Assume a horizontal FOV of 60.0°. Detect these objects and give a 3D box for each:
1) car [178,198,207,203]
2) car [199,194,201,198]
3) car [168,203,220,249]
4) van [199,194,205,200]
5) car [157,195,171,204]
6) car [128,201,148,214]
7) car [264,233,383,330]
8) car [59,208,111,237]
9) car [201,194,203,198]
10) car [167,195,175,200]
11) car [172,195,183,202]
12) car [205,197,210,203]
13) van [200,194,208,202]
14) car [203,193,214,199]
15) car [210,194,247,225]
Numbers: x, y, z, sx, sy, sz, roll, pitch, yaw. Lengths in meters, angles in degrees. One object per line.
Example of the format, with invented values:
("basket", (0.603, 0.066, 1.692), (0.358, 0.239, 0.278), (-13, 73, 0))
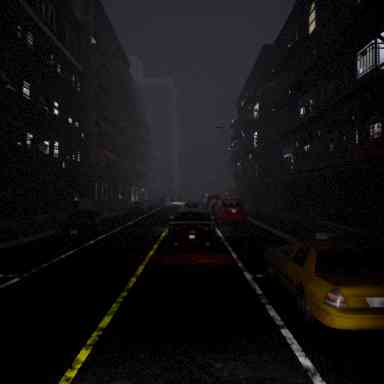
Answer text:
("car", (0.001, 1.569, 29.650), (2.033, 1.411, 5.357), (0, 0, 0))
("car", (2.694, 1.338, 69.338), (2.192, 1.841, 5.009), (0, 0, 0))
("car", (0.001, 1.486, 14.650), (1.882, 1.535, 5.008), (0, 0, 0))
("van", (2.694, 1.381, 92.068), (1.690, 1.788, 3.998), (0, 0, 0))
("car", (-5.687, 1.564, 63.653), (1.887, 1.381, 4.507), (0, 0, 0))
("car", (-5.687, 1.588, 35.241), (1.802, 1.307, 4.206), (0, 0, 0))
("car", (2.694, 1.524, 7.001), (1.752, 1.417, 4.829), (0, 0, 0))
("car", (-5.687, 1.567, 18.193), (1.947, 1.339, 4.313), (0, 0, 0))
("car", (3.107, 1.244, 55.510), (2.150, 2.045, 5.566), (0, 0, 0))
("car", (-5.687, 1.585, 92.065), (1.887, 1.381, 4.507), (0, 0, 0))
("car", (-3.000, 1.447, 75.914), (2.128, 1.511, 4.902), (0, 0, 0))
("car", (2.693, 1.557, 35.244), (2.008, 1.369, 4.403), (0, 0, 0))
("van", (2.694, 1.368, 75.021), (1.690, 1.788, 3.998), (0, 0, 0))
("car", (3.107, 1.240, 48.510), (2.150, 2.045, 5.566), (0, 0, 0))
("car", (2.694, 1.318, 23.879), (2.192, 1.841, 5.009), (0, 0, 0))
